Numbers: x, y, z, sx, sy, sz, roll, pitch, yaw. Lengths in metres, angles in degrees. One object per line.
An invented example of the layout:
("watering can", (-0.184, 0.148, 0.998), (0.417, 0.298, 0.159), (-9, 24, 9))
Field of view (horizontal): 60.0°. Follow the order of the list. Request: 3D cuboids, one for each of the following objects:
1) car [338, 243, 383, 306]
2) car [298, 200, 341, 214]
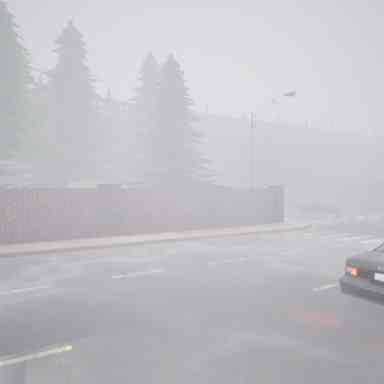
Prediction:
("car", (5.424, 1.508, 7.002), (5.357, 1.411, 2.033), (0, 0, -31))
("car", (12.799, 1.483, 33.663), (1.994, 1.385, 4.181), (0, 0, -30))
